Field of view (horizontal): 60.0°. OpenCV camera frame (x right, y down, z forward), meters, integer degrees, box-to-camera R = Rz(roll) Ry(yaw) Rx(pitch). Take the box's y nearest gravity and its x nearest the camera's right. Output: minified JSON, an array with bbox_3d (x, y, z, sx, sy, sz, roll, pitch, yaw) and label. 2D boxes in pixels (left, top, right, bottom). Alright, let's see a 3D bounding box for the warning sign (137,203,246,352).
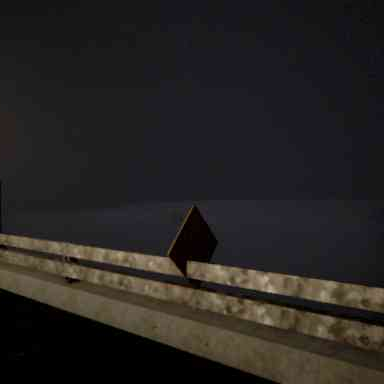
[{"bbox_3d":[0.027,1.132,5.123,1.060,1.860,1.300,-2,0,36],"label":"warning sign"}]
